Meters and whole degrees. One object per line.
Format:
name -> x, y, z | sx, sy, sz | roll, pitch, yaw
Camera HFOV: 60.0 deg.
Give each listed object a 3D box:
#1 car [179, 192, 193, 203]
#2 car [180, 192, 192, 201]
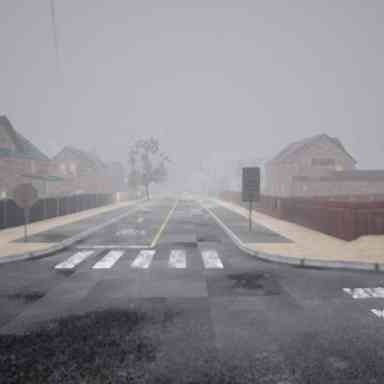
car -> -0.836, 0.820, 48.371 | 1.812, 1.442, 4.674 | 0, 1, -1
car -> -1.056, 0.757, 58.398 | 1.994, 1.385, 4.181 | 0, 1, -2
